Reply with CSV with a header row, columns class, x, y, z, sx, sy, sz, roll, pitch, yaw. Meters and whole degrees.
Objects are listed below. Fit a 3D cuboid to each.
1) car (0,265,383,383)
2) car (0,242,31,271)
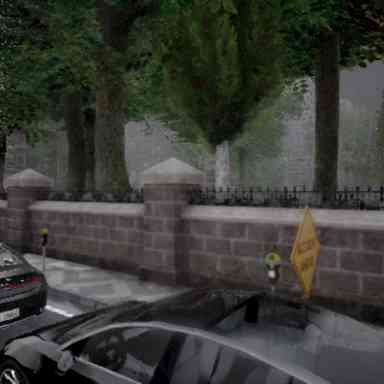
class,x,y,z,sx,sy,sz,roll,pitch,yaw
car,0.027,1.566,2.943,4.313,1.339,1.947,0,0,35
car,-4.416,1.551,6.110,4.403,1.369,2.008,0,0,35
